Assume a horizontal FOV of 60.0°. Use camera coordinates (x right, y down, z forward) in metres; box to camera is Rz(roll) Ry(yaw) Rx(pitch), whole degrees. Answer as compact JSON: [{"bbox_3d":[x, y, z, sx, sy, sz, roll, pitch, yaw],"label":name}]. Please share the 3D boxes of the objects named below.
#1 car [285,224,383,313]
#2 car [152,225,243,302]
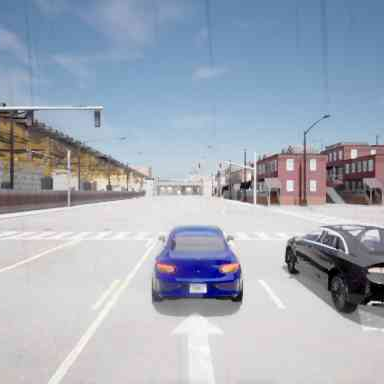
[{"bbox_3d":[3.609,1.491,7.650,2.128,1.511,4.902,0,0,-1],"label":"car"},{"bbox_3d":[0.106,1.525,8.142,1.812,1.442,4.674,0,0,0],"label":"car"}]
